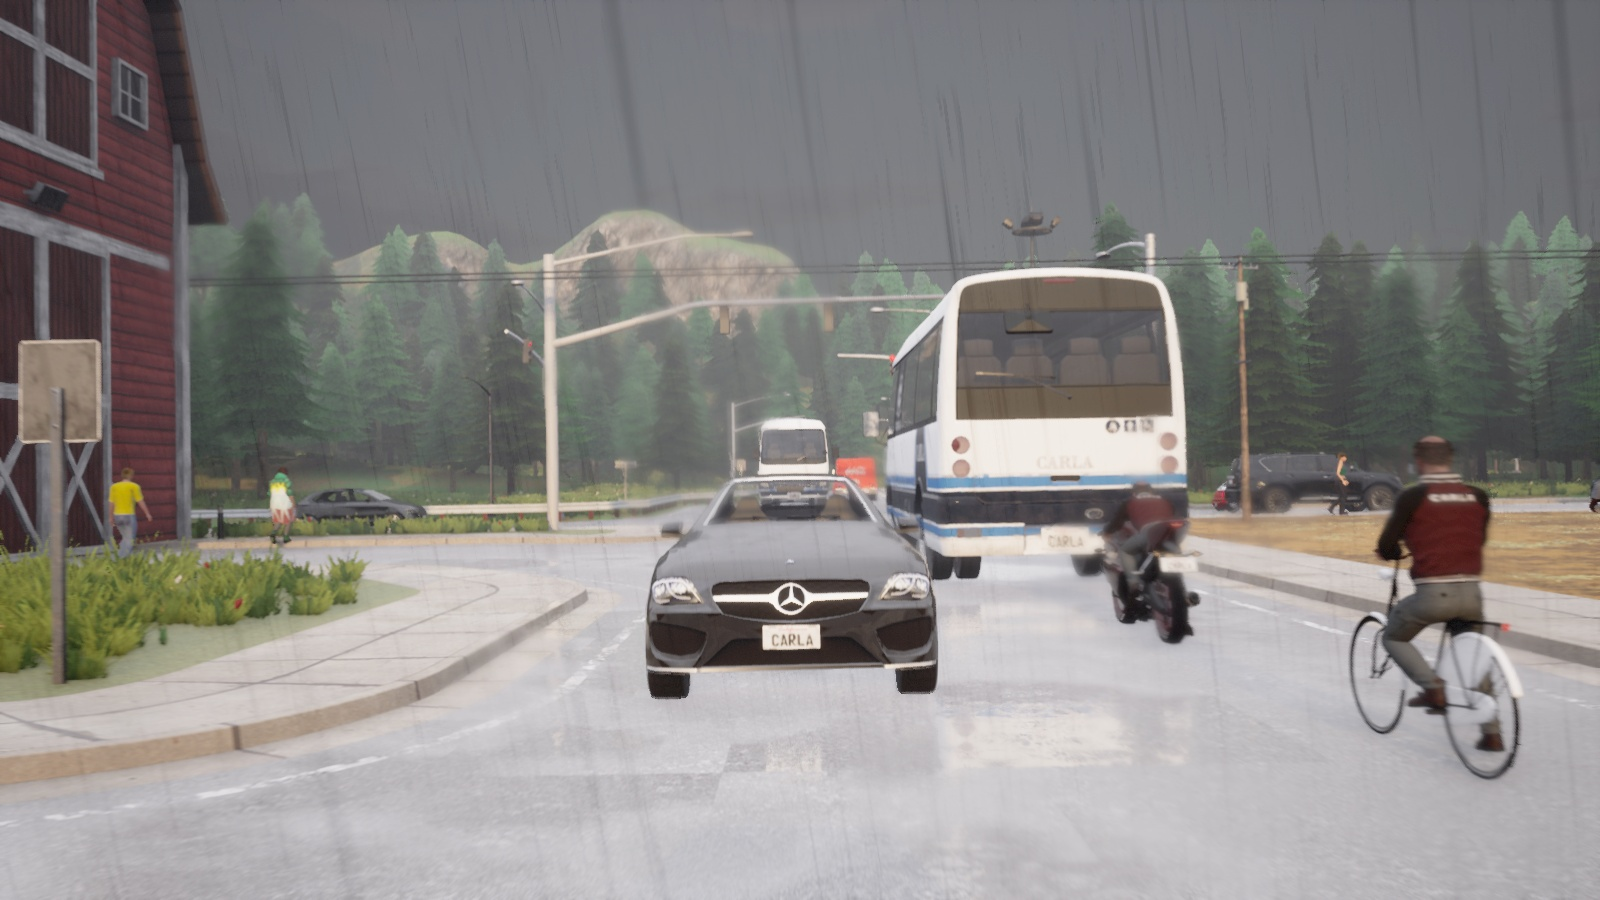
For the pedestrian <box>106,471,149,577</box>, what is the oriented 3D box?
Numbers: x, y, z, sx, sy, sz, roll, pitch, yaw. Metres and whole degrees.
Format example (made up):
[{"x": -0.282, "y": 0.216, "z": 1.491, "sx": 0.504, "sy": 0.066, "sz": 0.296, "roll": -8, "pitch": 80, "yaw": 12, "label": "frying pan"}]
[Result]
[{"x": -11.931, "y": 1.300, "z": 22.290, "sx": 0.354, "sy": 1.836, "sz": 0.706, "roll": -2, "pitch": -1, "yaw": 0, "label": "pedestrian"}]

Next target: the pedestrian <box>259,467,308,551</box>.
[{"x": -12.144, "y": 1.377, "z": 29.554, "sx": 0.659, "sy": 1.952, "sz": 0.873, "roll": -2, "pitch": -1, "yaw": 12, "label": "pedestrian"}]

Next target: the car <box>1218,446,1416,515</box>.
[{"x": 16.899, "y": 0.997, "z": 41.277, "sx": 5.566, "sy": 2.045, "sz": 2.150, "roll": -2, "pitch": -1, "yaw": 2, "label": "car"}]

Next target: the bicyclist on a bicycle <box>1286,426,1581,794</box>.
[{"x": 3.447, "y": 0.796, "z": 7.053, "sx": 0.659, "sy": 1.776, "sz": 1.843, "roll": -2, "pitch": -1, "yaw": 0, "label": "bicyclist on a bicycle"}]

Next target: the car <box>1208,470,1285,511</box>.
[{"x": 15.890, "y": 1.431, "z": 44.747, "sx": 2.207, "sy": 1.376, "sz": 1.481, "roll": -1, "pitch": -1, "yaw": 1, "label": "car"}]

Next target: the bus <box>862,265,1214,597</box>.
[{"x": 3.359, "y": -0.158, "z": 21.536, "sx": 3.944, "sy": 4.253, "sz": 10.273, "roll": -1, "pitch": -1, "yaw": 0, "label": "bus"}]

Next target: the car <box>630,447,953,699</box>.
[{"x": -0.070, "y": 0.882, "z": 11.043, "sx": 2.152, "sy": 1.651, "sz": 5.027, "roll": -2, "pitch": -1, "yaw": 0, "label": "car"}]

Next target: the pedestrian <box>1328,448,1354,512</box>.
[{"x": 15.656, "y": 0.859, "z": 36.346, "sx": 0.594, "sy": 1.836, "sz": 0.345, "roll": -2, "pitch": -1, "yaw": 26, "label": "pedestrian"}]

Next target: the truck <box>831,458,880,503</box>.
[{"x": 3.200, "y": 1.798, "z": 73.657, "sx": 2.627, "sy": 2.467, "sz": 5.204, "roll": -2, "pitch": -1, "yaw": 0, "label": "truck"}]

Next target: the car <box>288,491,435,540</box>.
[{"x": -14.504, "y": 2.163, "z": 41.669, "sx": 4.193, "sy": 1.474, "sz": 1.816, "roll": -2, "pitch": -1, "yaw": 1, "label": "car"}]

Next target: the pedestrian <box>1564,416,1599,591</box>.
[{"x": 8.906, "y": 0.560, "z": 13.454, "sx": 0.874, "sy": 1.855, "sz": 0.900, "roll": -2, "pitch": -1, "yaw": 6, "label": "pedestrian"}]

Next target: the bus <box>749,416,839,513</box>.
[{"x": -0.290, "y": 0.761, "z": 61.689, "sx": 3.944, "sy": 4.253, "sz": 10.273, "roll": -2, "pitch": -1, "yaw": 0, "label": "bus"}]

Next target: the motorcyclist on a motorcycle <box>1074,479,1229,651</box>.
[{"x": 3.430, "y": 1.072, "z": 12.495, "sx": 0.866, "sy": 1.530, "sz": 2.191, "roll": -2, "pitch": -1, "yaw": 0, "label": "motorcyclist on a motorcycle"}]
